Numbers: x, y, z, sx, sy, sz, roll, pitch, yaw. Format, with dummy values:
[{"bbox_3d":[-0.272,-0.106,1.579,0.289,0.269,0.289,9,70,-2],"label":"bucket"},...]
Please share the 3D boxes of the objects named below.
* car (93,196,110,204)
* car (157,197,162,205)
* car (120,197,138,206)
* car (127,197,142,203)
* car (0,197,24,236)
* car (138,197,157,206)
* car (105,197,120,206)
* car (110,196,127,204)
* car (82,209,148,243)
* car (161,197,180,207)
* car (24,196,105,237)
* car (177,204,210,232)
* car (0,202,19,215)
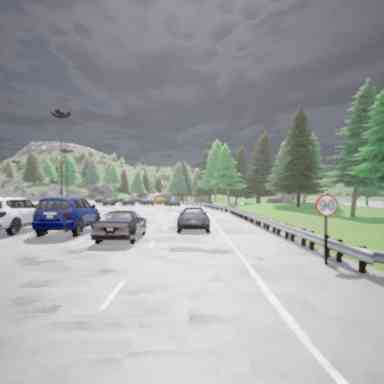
[{"bbox_3d":[-18.894,1.657,69.270,2.128,1.511,4.902,0,0,-30],"label":"car"},{"bbox_3d":[-6.655,1.771,67.689,1.882,1.535,5.008,0,0,-26],"label":"car"},{"bbox_3d":[-11.755,1.791,61.290,1.812,1.442,4.674,0,0,-22],"label":"car"},{"bbox_3d":[-12.599,1.696,72.331,1.994,1.385,4.181,0,0,-30],"label":"car"},{"bbox_3d":[-10.407,1.305,19.183,2.150,2.045,5.566,0,0,0],"label":"car"},{"bbox_3d":[-8.655,1.874,62.973,1.895,1.301,4.718,0,0,-22],"label":"car"},{"bbox_3d":[-14.933,1.751,59.791,2.128,1.511,4.902,0,0,-22],"label":"car"},{"bbox_3d":[-15.746,1.677,70.800,2.033,1.411,5.357,0,0,-30],"label":"car"},{"bbox_3d":[-3.407,1.617,16.347,2.033,1.411,5.357,0,0,0],"label":"car"},{"bbox_3d":[-3.457,1.816,58.153,1.994,1.385,4.181,0,0,-18],"label":"car"},{"bbox_3d":[-6.908,1.303,18.837,2.150,2.045,5.566,0,0,0],"label":"car"},{"bbox_3d":[0.090,1.654,20.904,1.994,1.385,4.181,0,0,0],"label":"car"},{"bbox_3d":[-21.071,1.758,36.268,1.895,1.301,4.718,0,0,0],"label":"car"}]
